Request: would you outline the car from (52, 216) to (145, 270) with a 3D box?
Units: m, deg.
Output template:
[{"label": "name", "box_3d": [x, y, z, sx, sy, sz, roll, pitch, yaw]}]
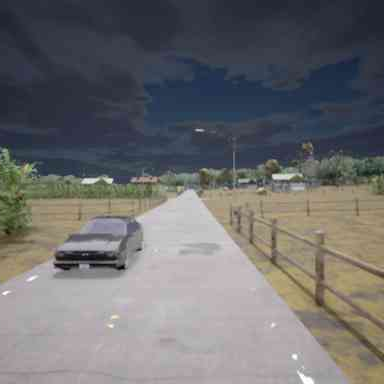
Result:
[{"label": "car", "box_3d": [-2.757, 1.522, 11.199, 2.033, 1.411, 5.357, 0, 0, 0]}]
